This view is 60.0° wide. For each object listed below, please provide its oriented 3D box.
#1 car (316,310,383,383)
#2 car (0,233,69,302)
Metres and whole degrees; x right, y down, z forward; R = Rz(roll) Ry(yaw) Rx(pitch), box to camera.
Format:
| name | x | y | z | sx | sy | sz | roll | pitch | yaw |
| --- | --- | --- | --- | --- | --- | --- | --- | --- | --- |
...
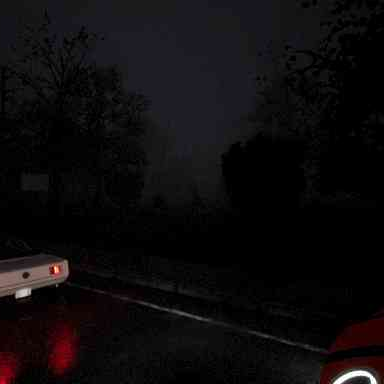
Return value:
| name | x | y | z | sx | sy | sz | roll | pitch | yaw |
| --- | --- | --- | --- | --- | --- | --- | --- | --- | --- |
| car | 3.066 | 1.352 | 1.842 | 4.553 | 1.767 | 2.097 | 0 | 0 | 35 |
| car | -4.960 | 1.601 | 7.515 | 4.718 | 1.301 | 1.895 | 0 | 0 | 35 |
